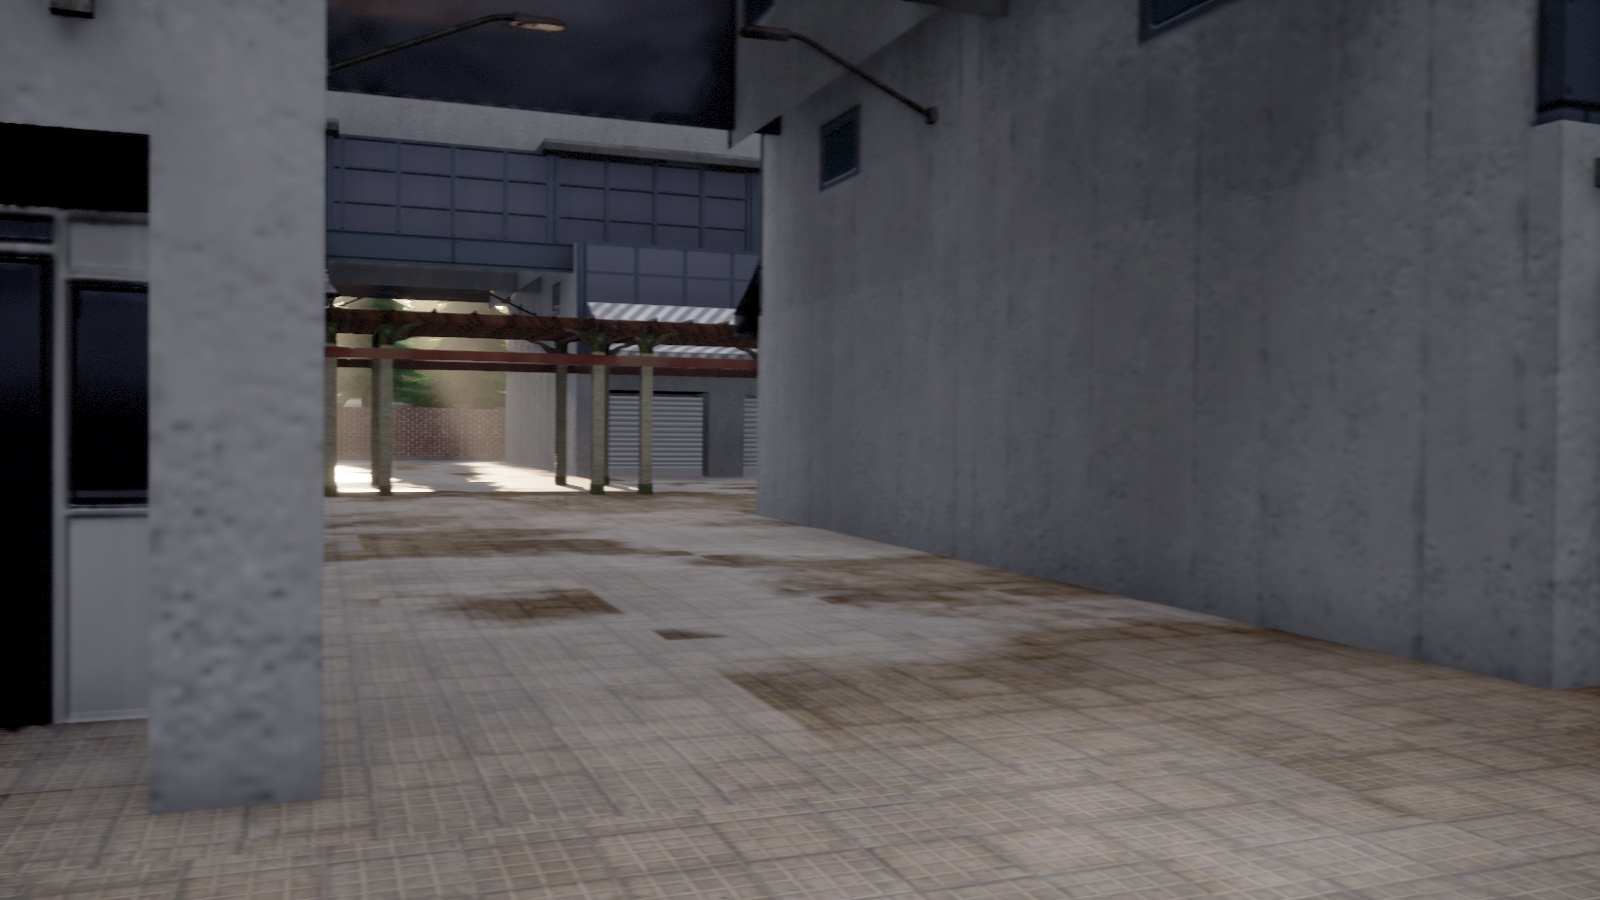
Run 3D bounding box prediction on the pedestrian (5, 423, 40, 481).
[{"bbox_3d":[-25.590,0.063,41.347,0.849,1.883,0.563,-1,1,-20],"label":"pedestrian"}]
